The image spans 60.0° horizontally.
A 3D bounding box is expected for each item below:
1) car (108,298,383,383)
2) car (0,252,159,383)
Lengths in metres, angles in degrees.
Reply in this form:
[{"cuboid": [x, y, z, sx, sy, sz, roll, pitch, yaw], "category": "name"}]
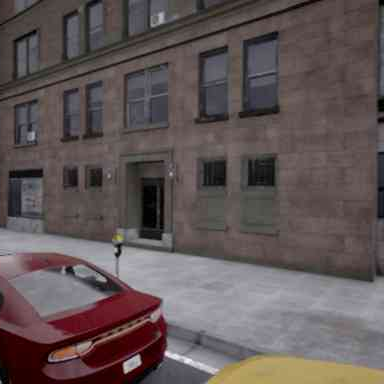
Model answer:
[{"cuboid": [1.959, 1.533, 1.412, 4.829, 1.417, 1.752, 1, 0, 36], "category": "car"}, {"cuboid": [-2.394, 1.507, 4.518, 4.507, 1.381, 1.887, 1, 0, 36], "category": "car"}]
